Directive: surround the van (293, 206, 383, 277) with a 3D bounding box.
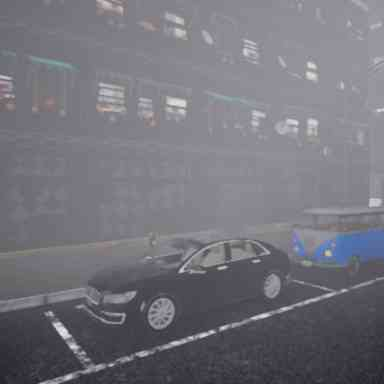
[{"bbox_3d":[4.695,1.335,9.885,3.998,1.788,1.690,0,-1,-35],"label":"van"}]

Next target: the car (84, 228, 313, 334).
[{"bbox_3d":[0.136,1.548,6.629,4.403,1.369,2.008,0,-1,-35],"label":"car"}]
